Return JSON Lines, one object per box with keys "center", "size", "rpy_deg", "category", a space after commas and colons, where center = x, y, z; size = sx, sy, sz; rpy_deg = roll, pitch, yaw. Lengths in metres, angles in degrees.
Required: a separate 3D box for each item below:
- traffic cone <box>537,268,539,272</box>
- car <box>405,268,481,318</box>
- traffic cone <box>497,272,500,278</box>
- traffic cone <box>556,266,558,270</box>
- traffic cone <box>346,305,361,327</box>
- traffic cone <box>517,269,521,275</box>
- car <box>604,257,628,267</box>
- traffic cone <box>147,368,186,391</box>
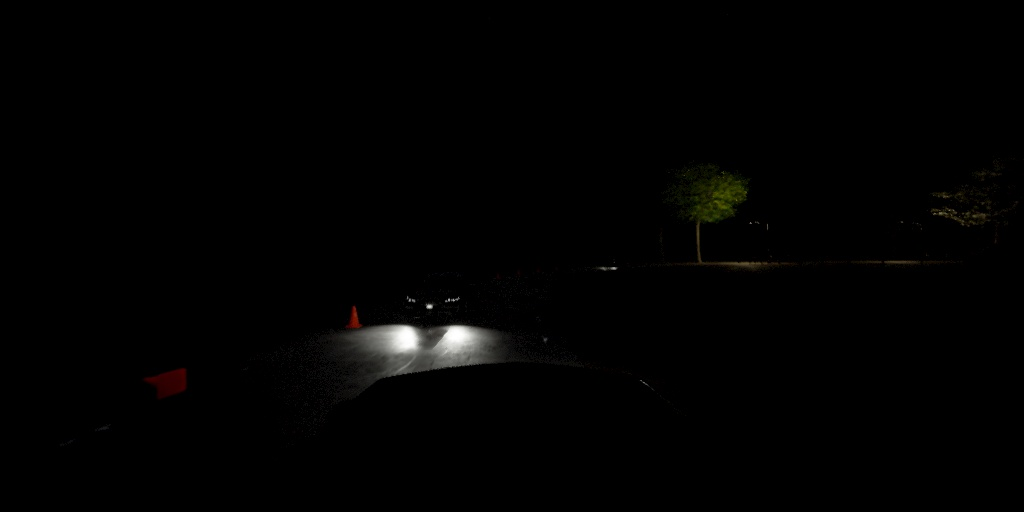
{"center": [2.925, 1.521, 40.032], "size": [0.340, 0.580, 0.340], "rpy_deg": [0, 0, 28], "category": "traffic cone"}
{"center": [-2.277, 1.212, 12.860], "size": [1.837, 1.490, 4.892], "rpy_deg": [0, 0, 3], "category": "car"}
{"center": [-1.175, 1.578, 30.476], "size": [0.340, 0.580, 0.340], "rpy_deg": [0, 0, 19], "category": "traffic cone"}
{"center": [5.552, 1.490, 44.523], "size": [0.340, 0.580, 0.340], "rpy_deg": [0, 0, 33], "category": "traffic cone"}
{"center": [-4.425, 1.675, 10.026], "size": [0.340, 0.580, 0.340], "rpy_deg": [0, 0, 0], "category": "traffic cone"}
{"center": [0.678, 1.550, 35.338], "size": [0.340, 0.580, 0.340], "rpy_deg": [0, 0, 23], "category": "traffic cone"}
{"center": [16.170, 0.899, 55.544], "size": [5.008, 1.535, 1.882], "rpy_deg": [0, 0, -45], "category": "car"}
{"center": [-4.850, 1.522, 5.117], "size": [0.340, 0.580, 0.340], "rpy_deg": [0, 0, 16], "category": "traffic cone"}
